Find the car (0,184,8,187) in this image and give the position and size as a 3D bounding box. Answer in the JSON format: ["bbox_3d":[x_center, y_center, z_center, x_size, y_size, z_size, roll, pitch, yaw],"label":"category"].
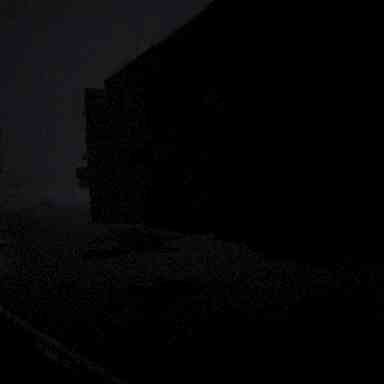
[{"bbox_3d":[-45.452,-1.641,75.986,2.185,1.767,4.553,-5,-3,17],"label":"car"}]

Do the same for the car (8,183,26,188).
[{"bbox_3d":[-43.838,-1.306,81.474,2.163,1.488,4.792,-4,-3,16],"label":"car"}]

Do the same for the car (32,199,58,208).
[{"bbox_3d":[-26.065,2.002,59.038,2.033,1.411,5.357,-4,-1,10],"label":"car"}]
